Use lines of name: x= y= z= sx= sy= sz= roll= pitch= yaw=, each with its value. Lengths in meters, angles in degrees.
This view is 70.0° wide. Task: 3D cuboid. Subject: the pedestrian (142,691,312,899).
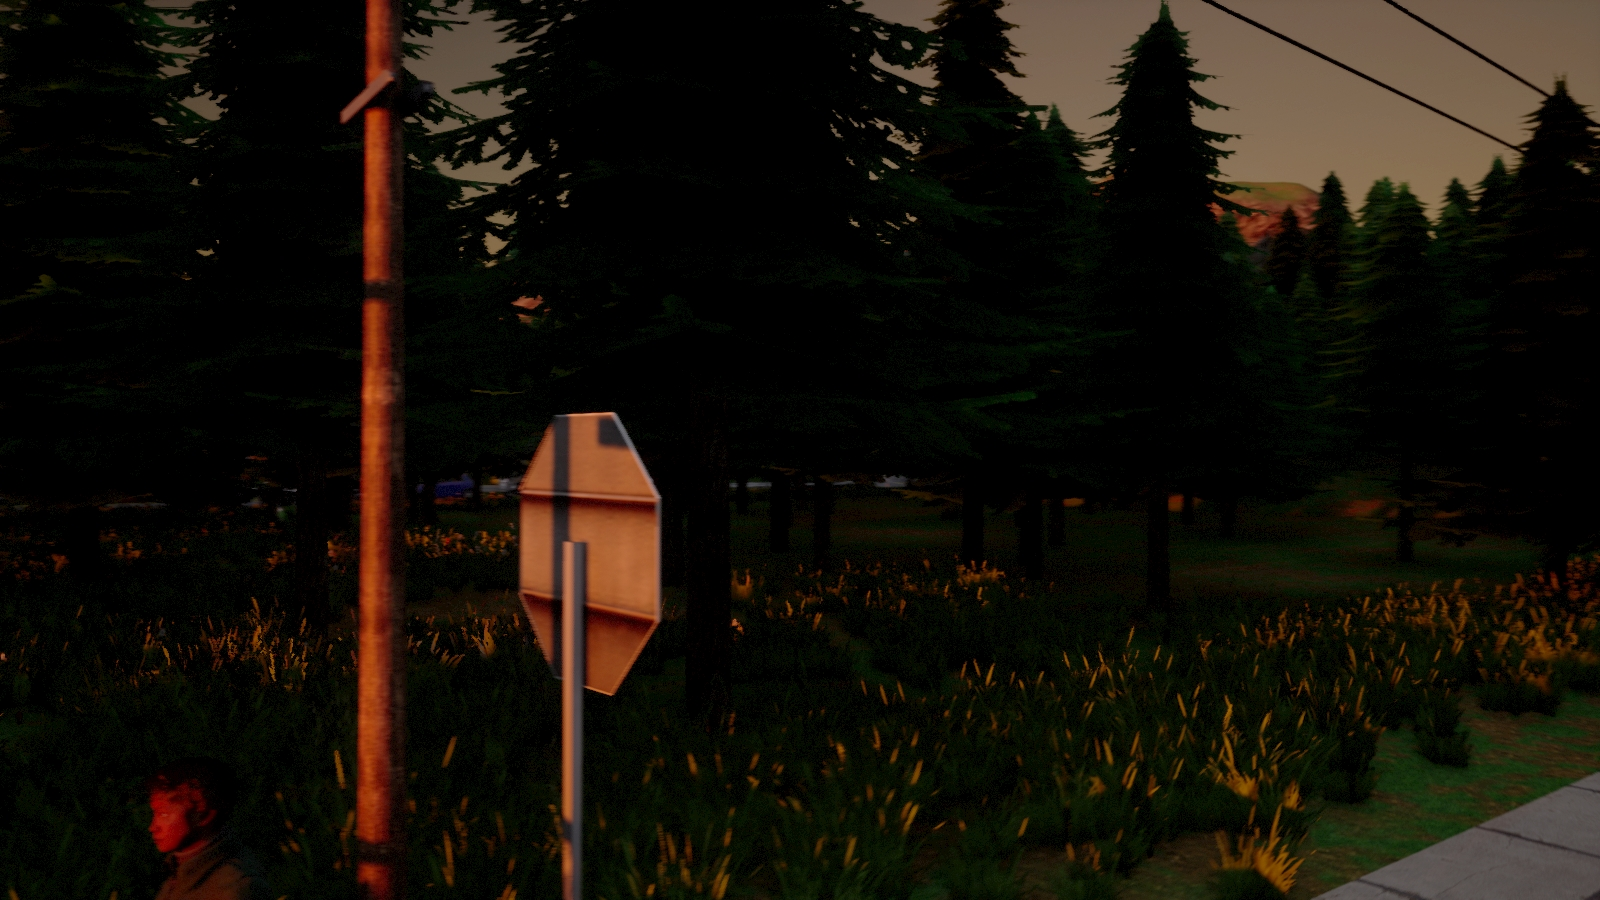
pedestrian: x=-1.625 y=1.665 z=3.229 sx=0.375 sy=1.860 sz=0.375 roll=0 pitch=0 yaw=-35
